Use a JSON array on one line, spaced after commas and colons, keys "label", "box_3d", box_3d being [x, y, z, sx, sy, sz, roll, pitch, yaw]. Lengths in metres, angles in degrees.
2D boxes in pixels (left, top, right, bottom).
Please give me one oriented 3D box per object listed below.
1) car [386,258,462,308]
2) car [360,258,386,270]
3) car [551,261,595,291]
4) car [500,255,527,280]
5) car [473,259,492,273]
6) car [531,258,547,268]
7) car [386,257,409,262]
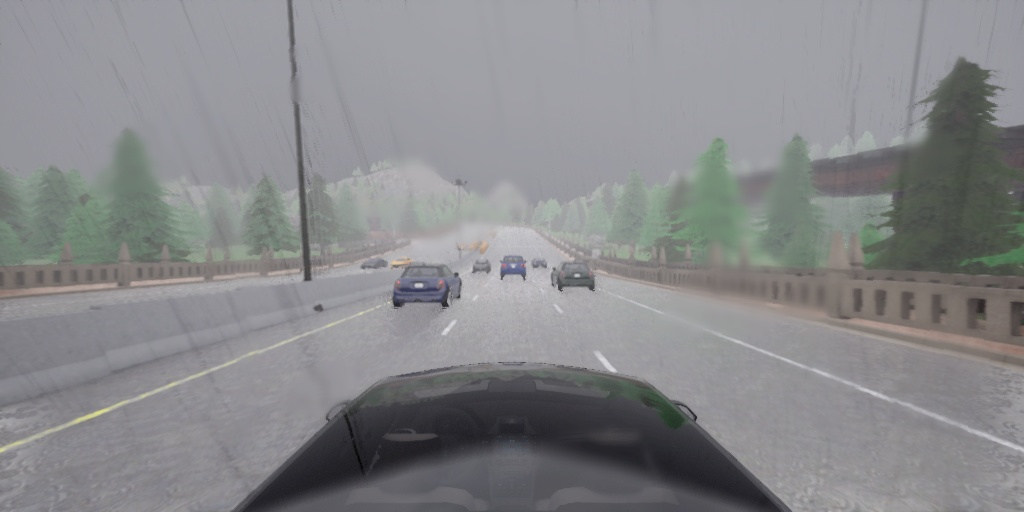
[{"label": "car", "box_3d": [-3.398, 1.102, 15.225, 2.097, 1.767, 4.553, 0, 0, 0]}, {"label": "car", "box_3d": [-17.564, 0.958, 45.965, 2.033, 1.411, 5.357, 0, 3, 0]}, {"label": "car", "box_3d": [3.603, 1.100, 21.955, 2.097, 1.767, 4.553, 0, 0, 0]}, {"label": "car", "box_3d": [0.105, 0.968, 31.866, 2.150, 2.045, 5.566, 0, 0, 0]}, {"label": "car", "box_3d": [-3.394, 1.097, 41.340, 2.128, 1.511, 4.902, 0, 2, 0]}, {"label": "car", "box_3d": [3.607, 0.872, 48.474, 1.895, 1.301, 4.718, 0, 3, 0]}, {"label": "car", "box_3d": [-14.067, 0.884, 46.030, 1.882, 1.535, 5.008, 0, 3, 0]}]
